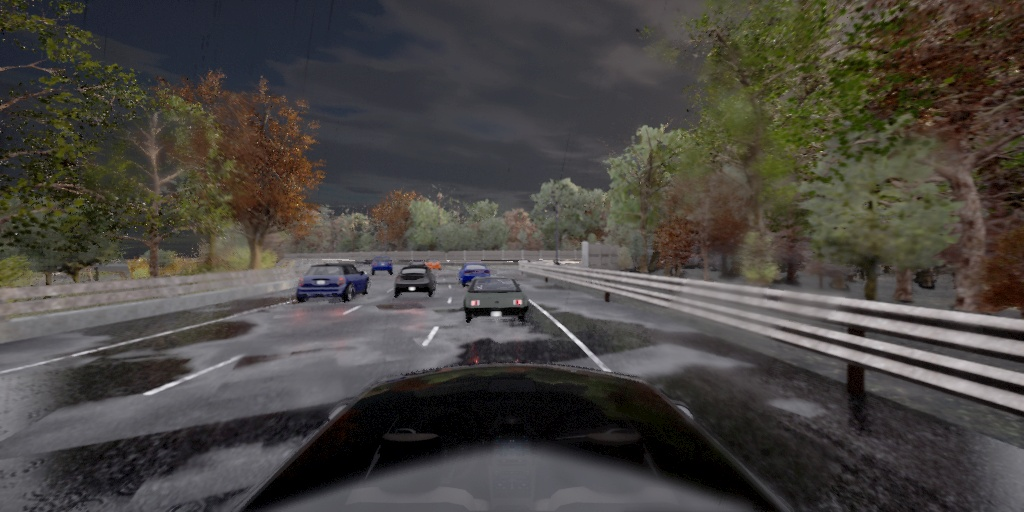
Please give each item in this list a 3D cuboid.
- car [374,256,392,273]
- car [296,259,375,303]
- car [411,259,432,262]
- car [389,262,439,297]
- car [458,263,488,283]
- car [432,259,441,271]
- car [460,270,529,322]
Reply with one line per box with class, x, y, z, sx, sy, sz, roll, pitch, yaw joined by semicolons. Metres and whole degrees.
car;-15.082;1.023;41.511;2.150;2.045;5.566;0;0;-22
car;-8.276;1.129;17.058;2.097;1.767;4.553;0;0;-8
car;-10.203;1.276;38.546;2.128;1.511;4.902;0;0;-19
car;-5.059;1.272;19.097;1.837;1.490;4.892;0;0;-10
car;-2.720;1.237;25.349;1.882;1.535;5.008;0;0;-12
car;-11.435;1.141;50.104;2.097;1.767;4.553;0;0;-25
car;-0.649;1.353;12.357;1.895;1.301;4.718;0;0;-5
